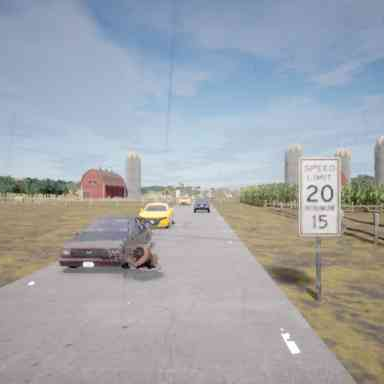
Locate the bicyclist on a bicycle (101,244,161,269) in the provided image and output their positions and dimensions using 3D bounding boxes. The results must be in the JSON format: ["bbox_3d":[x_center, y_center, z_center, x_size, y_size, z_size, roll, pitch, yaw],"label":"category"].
[{"bbox_3d":[-1.383,1.649,8.303,1.656,0.582,1.620,19,-27,-19],"label":"bicyclist on a bicycle"}]

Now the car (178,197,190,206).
[{"bbox_3d":[-1.239,1.584,56.469,1.882,1.535,5.008,0,0,2],"label":"car"}]

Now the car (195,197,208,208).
[{"bbox_3d":[1.475,1.576,50.349,1.837,1.490,4.892,0,0,2],"label":"car"}]

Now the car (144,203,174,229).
[{"bbox_3d":[-2.260,1.476,21.846,1.882,1.535,5.008,0,0,2],"label":"car"}]

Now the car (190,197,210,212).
[{"bbox_3d":[1.155,1.563,38.727,2.033,1.411,5.357,0,0,2],"label":"car"}]

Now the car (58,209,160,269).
[{"bbox_3d":[-2.613,1.544,11.468,2.033,1.411,5.357,0,0,3],"label":"car"}]
